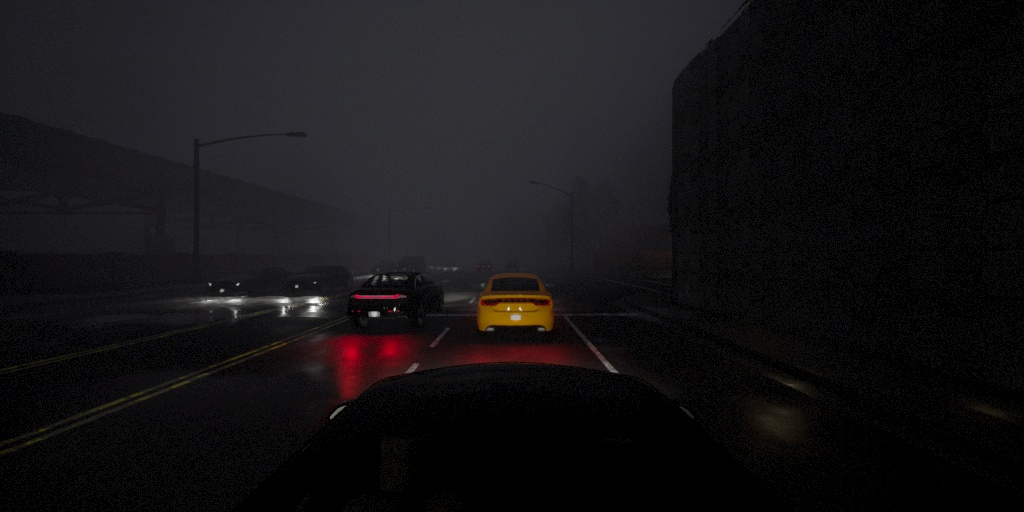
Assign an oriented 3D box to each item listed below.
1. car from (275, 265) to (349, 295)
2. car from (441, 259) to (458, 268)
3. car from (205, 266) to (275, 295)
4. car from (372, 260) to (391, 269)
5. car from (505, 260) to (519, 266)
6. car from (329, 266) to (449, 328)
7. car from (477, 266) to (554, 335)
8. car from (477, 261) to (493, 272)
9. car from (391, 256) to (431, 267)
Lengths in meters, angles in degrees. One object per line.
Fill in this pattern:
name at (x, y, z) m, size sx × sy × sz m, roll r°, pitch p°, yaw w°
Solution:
car at (-10.620, 1.254, 20.105) m, size 1.837 × 1.490 × 4.892 m, roll 0°, pitch 0°, yaw 0°
car at (-10.632, 1.226, 62.918) m, size 1.882 × 1.535 × 5.008 m, roll 0°, pitch 0°, yaw 0°
car at (-14.120, 1.297, 20.112) m, size 2.033 × 1.411 × 5.357 m, roll 0°, pitch 0°, yaw 0°
car at (-14.143, 1.241, 40.255) m, size 2.128 × 1.511 × 4.902 m, roll 0°, pitch 0°, yaw 0°
car at (0.042, 1.312, 51.905) m, size 1.994 × 1.385 × 4.181 m, roll 0°, pitch 0°, yaw 0°
car at (-3.424, 1.241, 11.378) m, size 2.128 × 1.511 × 4.902 m, roll 0°, pitch 0°, yaw 0°
car at (0.081, 1.227, 10.495) m, size 1.882 × 1.535 × 5.008 m, roll 0°, pitch 0°, yaw 0°
car at (-3.450, 1.296, 46.005) m, size 2.033 × 1.411 × 5.357 m, roll 0°, pitch 0°, yaw 0°
car at (-10.642, 0.971, 38.157) m, size 2.150 × 2.045 × 5.566 m, roll 0°, pitch 0°, yaw 0°
